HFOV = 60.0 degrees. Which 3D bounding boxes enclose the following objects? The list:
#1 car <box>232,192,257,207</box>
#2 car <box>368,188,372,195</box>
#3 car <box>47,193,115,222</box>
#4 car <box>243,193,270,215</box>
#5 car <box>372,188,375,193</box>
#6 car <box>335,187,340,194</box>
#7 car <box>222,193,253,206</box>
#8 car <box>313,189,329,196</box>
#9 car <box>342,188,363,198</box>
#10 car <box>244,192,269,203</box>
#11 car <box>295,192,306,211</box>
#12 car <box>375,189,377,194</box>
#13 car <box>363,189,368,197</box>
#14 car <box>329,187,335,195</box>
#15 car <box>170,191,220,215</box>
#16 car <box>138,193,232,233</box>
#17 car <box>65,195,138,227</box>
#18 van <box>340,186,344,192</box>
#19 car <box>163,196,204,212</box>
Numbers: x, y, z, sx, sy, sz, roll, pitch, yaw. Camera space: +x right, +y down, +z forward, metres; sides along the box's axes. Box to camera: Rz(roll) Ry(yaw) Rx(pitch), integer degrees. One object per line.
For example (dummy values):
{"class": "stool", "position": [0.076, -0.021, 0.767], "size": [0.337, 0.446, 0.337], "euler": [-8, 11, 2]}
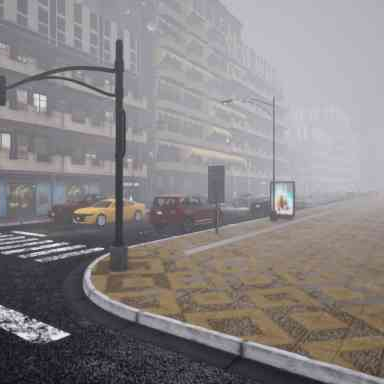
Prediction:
{"class": "car", "position": [6.070, 0.841, 36.817], "size": [1.837, 1.490, 4.892], "euler": [0, 1, 35]}
{"class": "car", "position": [34.741, 0.095, 67.772], "size": [1.887, 1.381, 4.507], "euler": [1, 2, 35]}
{"class": "car", "position": [-7.085, 1.010, 22.474], "size": [2.192, 1.841, 5.009], "euler": [1, 2, 35]}
{"class": "car", "position": [6.169, 1.069, 26.832], "size": [1.947, 1.339, 4.313], "euler": [1, 2, 35]}
{"class": "car", "position": [37.916, -0.012, 72.321], "size": [1.887, 1.381, 4.507], "euler": [1, 2, 35]}
{"class": "car", "position": [34.175, -0.240, 81.600], "size": [1.967, 1.590, 4.097], "euler": [2, 2, 35]}
{"class": "car", "position": [5.609, 0.828, 40.672], "size": [2.008, 1.369, 4.403], "euler": [2, 2, 35]}
{"class": "car", "position": [27.826, -0.025, 72.503], "size": [1.967, 1.590, 4.097], "euler": [2, 2, 35]}
{"class": "car", "position": [28.392, 0.308, 58.675], "size": [1.887, 1.381, 4.507], "euler": [1, 2, 35]}
{"class": "car", "position": [8.782, 0.754, 45.220], "size": [1.802, 1.307, 4.206], "euler": [2, 2, 35]}
{"class": "car", "position": [9.344, 0.964, 31.382], "size": [1.947, 1.339, 4.313], "euler": [1, 2, 35]}
{"class": "car", "position": [44.265, -0.221, 81.419], "size": [2.008, 1.369, 4.403], "euler": [1, 2, 35]}
{"class": "car", "position": [31.567, 0.098, 63.220], "size": [1.967, 1.590, 4.097], "euler": [1, 2, 35]}
{"class": "car", "position": [31.000, -0.028, 77.055], "size": [1.887, 1.381, 4.507], "euler": [2, 2, 35]}
{"class": "car", "position": [0.331, 0.878, 28.606], "size": [2.097, 1.767, 4.553], "euler": [0, 1, 35]}
{"class": "car", "position": [-0.179, 1.026, 17.728], "size": [2.192, 1.841, 5.009], "euler": [1, 2, 35]}
{"class": "car", "position": [-5.054, 1.180, 20.885], "size": [1.882, 1.535, 5.008], "euler": [0, 1, 34]}
{"class": "van", "position": [37.349, -0.446, 86.145], "size": [1.690, 1.788, 3.998], "euler": [2, 2, 35]}
{"class": "car", "position": [-0.739, 1.069, 31.577], "size": [1.802, 1.307, 4.206], "euler": [2, 2, 35]}
